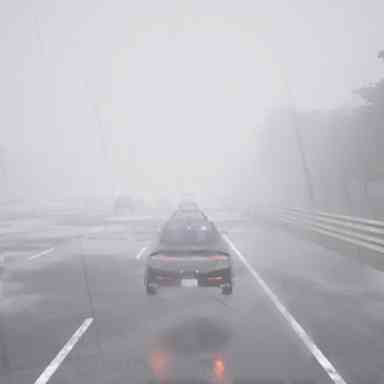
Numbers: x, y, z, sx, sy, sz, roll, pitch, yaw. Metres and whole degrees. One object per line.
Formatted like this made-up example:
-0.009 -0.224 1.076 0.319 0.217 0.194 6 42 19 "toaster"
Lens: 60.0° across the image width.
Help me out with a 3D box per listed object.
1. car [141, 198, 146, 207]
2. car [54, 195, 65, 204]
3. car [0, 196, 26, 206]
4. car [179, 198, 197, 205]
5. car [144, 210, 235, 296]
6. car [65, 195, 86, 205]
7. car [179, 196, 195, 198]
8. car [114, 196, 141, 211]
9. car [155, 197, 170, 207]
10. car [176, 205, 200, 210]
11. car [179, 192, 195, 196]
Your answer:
-7.710 1.431 47.563 1.895 1.301 4.718 0 0 -1 "car"
-22.104 1.291 57.414 1.837 1.490 4.892 0 0 -1 "car"
-25.429 1.261 47.348 1.994 1.385 4.181 -1 0 -1 "car"
-0.311 1.452 26.082 2.033 1.411 5.357 0 0 -1 "car"
-0.065 1.455 8.552 2.128 1.511 4.902 0 0 0 "car"
-18.550 1.276 54.454 1.882 1.535 5.008 0 0 -1 "car"
-0.456 1.434 36.980 1.994 1.385 4.181 0 0 -1 "car"
-7.481 1.214 38.013 2.097 1.767 4.553 0 0 -1 "car"
-4.215 1.380 47.699 2.033 1.411 5.357 0 0 -1 "car"
-0.153 1.537 16.379 1.895 1.301 4.718 0 0 -1 "car"
-0.707 1.058 47.315 2.150 2.045 5.566 0 0 -1 "car"
